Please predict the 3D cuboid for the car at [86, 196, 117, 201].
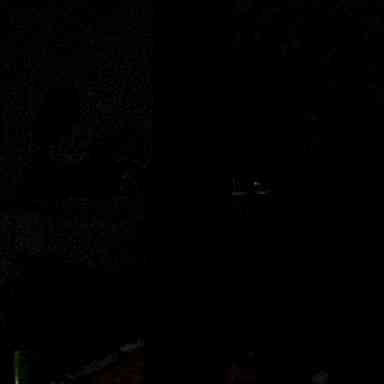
[{"bbox_3d":[-6.852,1.142,27.309,2.097,1.767,4.553,0,1,36],"label":"car"}]
